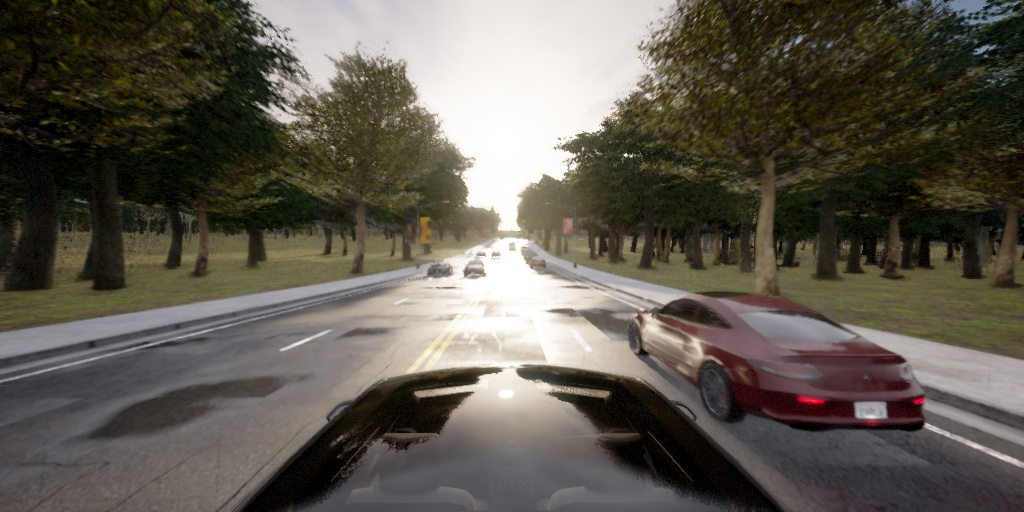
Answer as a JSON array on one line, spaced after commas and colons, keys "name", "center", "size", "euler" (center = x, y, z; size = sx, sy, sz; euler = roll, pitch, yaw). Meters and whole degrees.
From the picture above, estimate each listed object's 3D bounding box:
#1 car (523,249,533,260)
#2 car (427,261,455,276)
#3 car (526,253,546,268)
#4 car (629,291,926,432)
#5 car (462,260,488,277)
[{"name": "car", "center": [3.260, 0.247, 56.954], "size": [2.097, 1.767, 4.553], "euler": [0, 2, 0]}, {"name": "car", "center": [-6.570, 1.125, 33.485], "size": [1.994, 1.385, 4.181], "euler": [0, 1, 0]}, {"name": "car", "center": [3.259, 0.763, 46.029], "size": [2.163, 1.488, 4.792], "euler": [0, 2, 0]}, {"name": "car", "center": [3.352, 1.275, 5.653], "size": [1.812, 1.442, 4.674], "euler": [0, 0, 0]}, {"name": "car", "center": [-3.324, 1.095, 32.932], "size": [1.812, 1.442, 4.674], "euler": [0, 1, 0]}]
